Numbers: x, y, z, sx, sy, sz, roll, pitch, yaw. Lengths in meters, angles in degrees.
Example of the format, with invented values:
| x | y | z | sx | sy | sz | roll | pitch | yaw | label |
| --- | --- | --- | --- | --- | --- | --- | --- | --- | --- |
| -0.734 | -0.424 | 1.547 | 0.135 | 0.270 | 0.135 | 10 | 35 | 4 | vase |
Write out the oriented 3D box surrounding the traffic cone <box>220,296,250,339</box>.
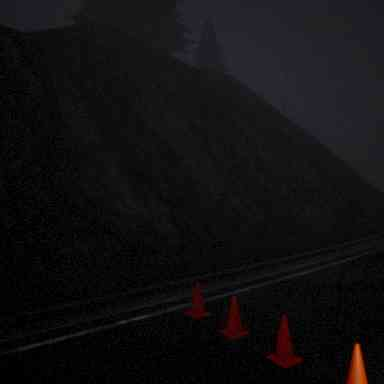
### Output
| x | y | z | sx | sy | sz | roll | pitch | yaw | label |
| --- | --- | --- | --- | --- | --- | --- | --- | --- | --- |
| 0.677 | 1.944 | 5.273 | 0.340 | 0.580 | 0.340 | 0 | 0 | -34 | traffic cone |

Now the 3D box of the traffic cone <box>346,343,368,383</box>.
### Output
| x | y | z | sx | sy | sz | roll | pitch | yaw | label |
| --- | --- | --- | --- | --- | --- | --- | --- | --- | --- |
| 1.800 | 1.940 | 3.618 | 0.340 | 0.580 | 0.340 | 0 | 0 | -34 | traffic cone |

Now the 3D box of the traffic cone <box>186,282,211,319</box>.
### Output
| x | y | z | sx | sy | sz | roll | pitch | yaw | label |
| --- | --- | --- | --- | --- | --- | --- | --- | --- | --- |
| 0.116 | 1.945 | 6.101 | 0.340 | 0.580 | 0.340 | 0 | 0 | -34 | traffic cone |

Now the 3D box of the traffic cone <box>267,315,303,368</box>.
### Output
| x | y | z | sx | sy | sz | roll | pitch | yaw | label |
| --- | --- | --- | --- | --- | --- | --- | --- | --- | --- |
| 1.239 | 1.942 | 4.446 | 0.340 | 0.580 | 0.340 | 0 | 0 | -34 | traffic cone |
